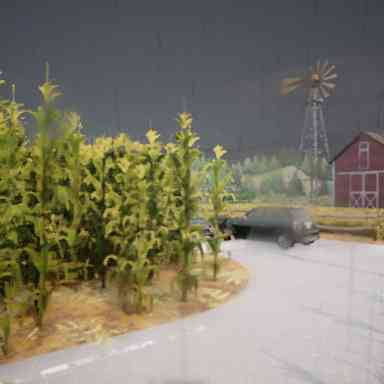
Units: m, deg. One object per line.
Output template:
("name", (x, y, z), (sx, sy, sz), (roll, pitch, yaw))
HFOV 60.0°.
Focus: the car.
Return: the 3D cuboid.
("car", (3.339, 1.459, 15.275), (2.097, 1.767, 4.553), (0, -1, -44))
